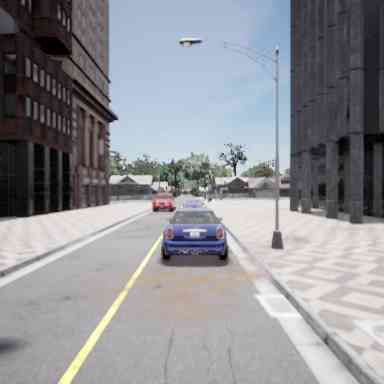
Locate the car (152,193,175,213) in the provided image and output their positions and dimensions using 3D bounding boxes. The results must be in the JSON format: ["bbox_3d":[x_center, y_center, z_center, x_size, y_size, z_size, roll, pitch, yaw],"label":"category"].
[{"bbox_3d":[-3.089,1.143,36.829,2.150,2.045,5.566,0,0,0],"label":"car"}]

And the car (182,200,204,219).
[{"bbox_3d":[0.098,1.459,29.660,1.812,1.442,4.674,0,0,0],"label":"car"}]

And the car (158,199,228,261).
[{"bbox_3d":[0.093,1.324,12.325,2.097,1.767,4.553,0,0,0],"label":"car"}]
